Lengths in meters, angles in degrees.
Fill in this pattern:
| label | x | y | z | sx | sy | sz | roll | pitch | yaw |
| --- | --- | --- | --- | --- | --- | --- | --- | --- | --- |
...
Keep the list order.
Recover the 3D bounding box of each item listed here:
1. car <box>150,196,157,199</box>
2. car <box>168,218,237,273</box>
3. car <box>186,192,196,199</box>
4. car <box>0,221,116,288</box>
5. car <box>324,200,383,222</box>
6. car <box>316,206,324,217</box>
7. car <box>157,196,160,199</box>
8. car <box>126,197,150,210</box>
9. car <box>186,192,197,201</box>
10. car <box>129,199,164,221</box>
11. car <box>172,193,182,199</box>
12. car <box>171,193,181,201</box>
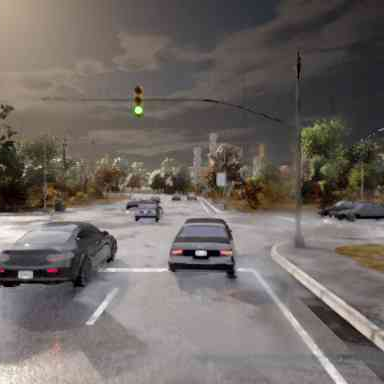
| label | x | y | z | sx | sy | sz | roll | pitch | yaw |
| --- | --- | --- | --- | --- | --- | --- | --- | --- | --- |
| car | -6.977 | 1.458 | 51.811 | 1.812 | 1.442 | 4.674 | 0 | 0 | 1 |
| car | 0.442 | 1.536 | 10.609 | 2.033 | 1.411 | 5.357 | 0 | 0 | 5 |
| car | -0.304 | 0.852 | 82.373 | 2.097 | 1.767 | 4.553 | 0 | 1 | -5 |
| car | -3.389 | 1.517 | 9.076 | 1.812 | 1.442 | 4.674 | 0 | 0 | 0 |
| car | 13.471 | 1.517 | 25.702 | 5.357 | 1.411 | 2.033 | 0 | 0 | -3 |
| car | 13.493 | 1.443 | 29.209 | 5.008 | 1.535 | 1.882 | 0 | 0 | -3 |
| car | -6.926 | 1.397 | 62.391 | 2.033 | 1.411 | 5.357 | 0 | 1 | 0 |
| car | -7.038 | 1.499 | 42.118 | 2.033 | 1.411 | 5.357 | 0 | 0 | 0 |
| car | 0.070 | 1.226 | 72.403 | 1.812 | 1.442 | 4.674 | 0 | 1 | 0 |
| car | -3.368 | 1.517 | 26.632 | 2.033 | 1.411 | 5.357 | 0 | 0 | 0 |
| car | -3.800 | 0.948 | 82.169 | 2.033 | 1.411 | 5.357 | 0 | 1 | -8 |
| car | -3.430 | 1.296 | 72.087 | 1.895 | 1.301 | 4.718 | 0 | 1 | 0 |
